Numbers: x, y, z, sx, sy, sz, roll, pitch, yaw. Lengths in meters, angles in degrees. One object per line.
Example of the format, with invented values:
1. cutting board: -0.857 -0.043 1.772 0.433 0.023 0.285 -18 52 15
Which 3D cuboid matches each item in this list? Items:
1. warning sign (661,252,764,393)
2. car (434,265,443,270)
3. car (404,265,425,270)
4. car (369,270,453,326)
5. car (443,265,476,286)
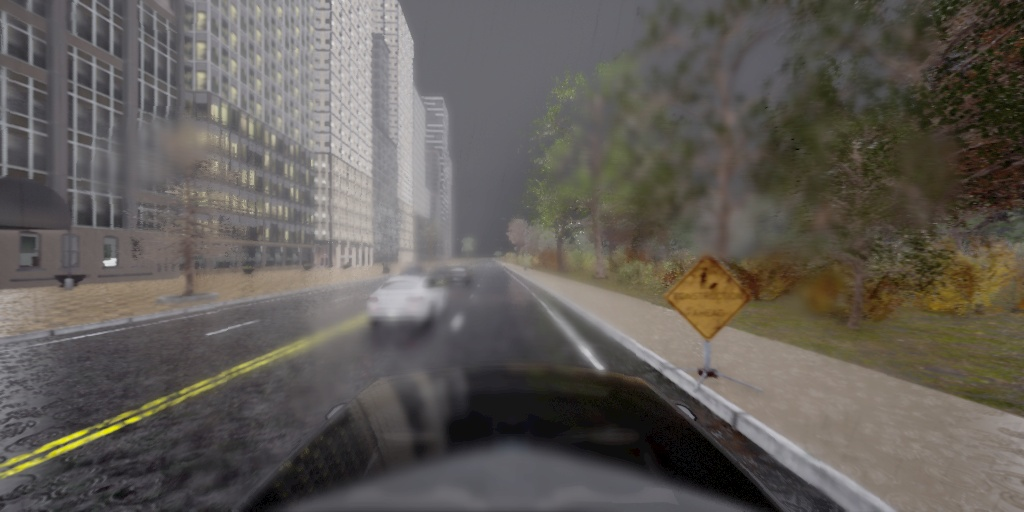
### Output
1. warning sign: 2.854 0.874 5.240 1.300 1.860 1.060 0 0 -1
2. car: -8.070 1.710 41.937 1.994 1.385 4.181 0 0 -3
3. car: -11.312 1.716 41.676 2.033 1.411 5.357 0 -1 -3
4. car: -3.319 1.387 12.137 1.812 1.442 4.674 0 0 -1
5. car: -3.899 1.521 27.635 1.812 1.442 4.674 0 0 -3
